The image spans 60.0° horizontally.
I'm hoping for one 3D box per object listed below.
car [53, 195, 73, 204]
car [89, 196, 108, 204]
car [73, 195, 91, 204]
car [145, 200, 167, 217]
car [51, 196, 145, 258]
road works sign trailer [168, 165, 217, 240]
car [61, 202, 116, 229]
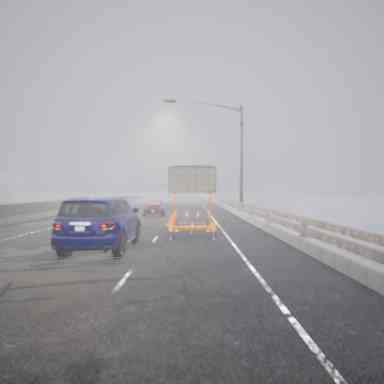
[{"bbox_3d":[-24.438,1.407,63.173,1.812,1.442,4.674,0,0,0],"label":"car"},{"bbox_3d":[-17.449,1.431,62.088,2.033,1.411,5.357,0,0,1],"label":"car"},{"bbox_3d":[-20.940,1.406,63.669,1.812,1.442,4.674,0,0,0],"label":"car"},{"bbox_3d":[-3.368,1.474,30.998,1.812,1.442,4.674,0,0,0],"label":"car"},{"bbox_3d":[-3.387,1.201,12.733,2.150,2.045,5.566,0,0,0],"label":"car"},{"bbox_3d":[0.017,0.437,16.848,2.380,3.560,2.880,0,0,0],"label":"road works sign trailer"},{"bbox_3d":[-6.878,1.511,22.793,2.033,1.411,5.357,0,0,0],"label":"car"}]
